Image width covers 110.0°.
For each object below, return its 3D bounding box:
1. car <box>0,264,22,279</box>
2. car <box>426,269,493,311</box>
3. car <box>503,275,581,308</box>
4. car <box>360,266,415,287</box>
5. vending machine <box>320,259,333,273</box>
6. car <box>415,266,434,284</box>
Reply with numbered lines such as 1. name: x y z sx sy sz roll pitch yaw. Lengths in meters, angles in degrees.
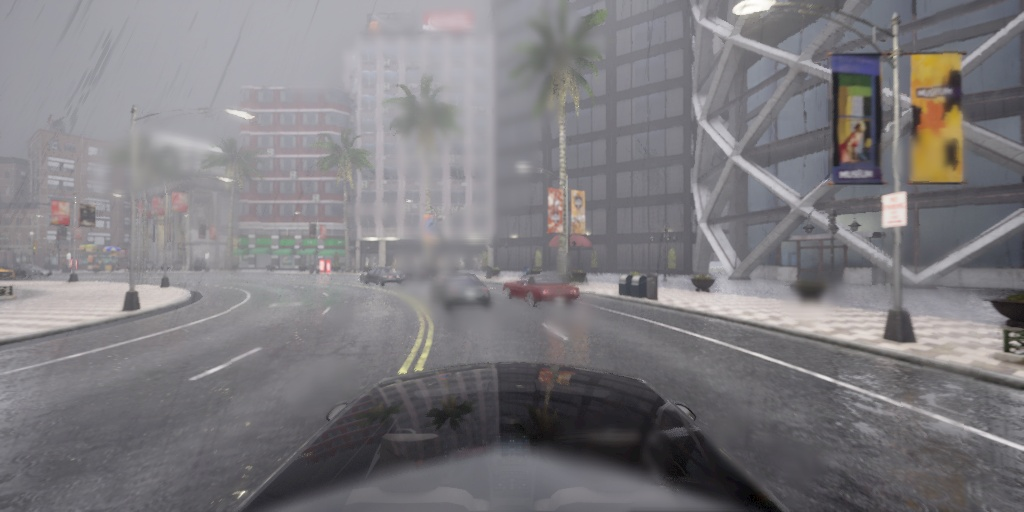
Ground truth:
1. car: -52.184 1.581 35.302 5.008 1.535 1.882 0 -1 2
2. car: -2.305 1.461 15.627 1.994 1.385 4.181 0 -1 -21
3. car: 1.149 1.506 16.429 1.895 1.301 4.718 0 -1 -21
4. car: -10.048 1.574 28.034 2.033 1.411 5.357 1 -1 -44
5. vending machine: -26.153 1.455 50.245 0.880 2.100 1.100 0 0 17
6. car: -8.172 1.565 31.047 4.892 1.490 1.837 0 0 44
